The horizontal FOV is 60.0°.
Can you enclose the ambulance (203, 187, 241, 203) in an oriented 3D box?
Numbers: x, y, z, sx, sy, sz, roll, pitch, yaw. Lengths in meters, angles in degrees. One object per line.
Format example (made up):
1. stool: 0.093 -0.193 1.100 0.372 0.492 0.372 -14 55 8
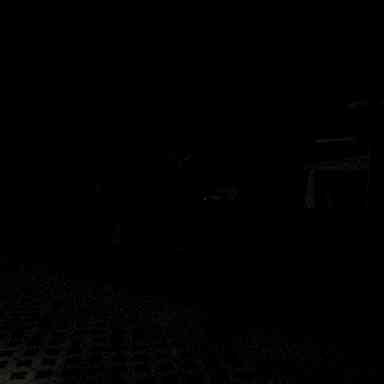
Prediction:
1. ambulance: 3.871 0.582 42.152 2.351 2.431 6.366 3 2 35
